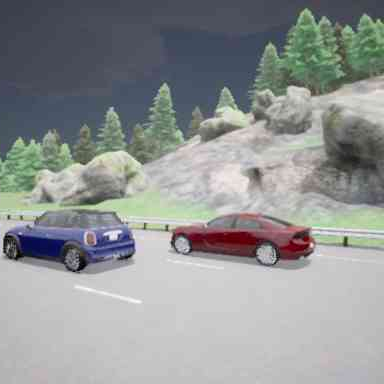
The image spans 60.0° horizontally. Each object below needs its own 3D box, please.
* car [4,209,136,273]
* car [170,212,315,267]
[{"bbox_3d":[-4.054,1.316,10.767,4.553,1.767,2.097,0,0,33],"label":"car"},{"bbox_3d":[1.512,1.436,11.314,5.008,1.535,1.882,0,0,34],"label":"car"}]
